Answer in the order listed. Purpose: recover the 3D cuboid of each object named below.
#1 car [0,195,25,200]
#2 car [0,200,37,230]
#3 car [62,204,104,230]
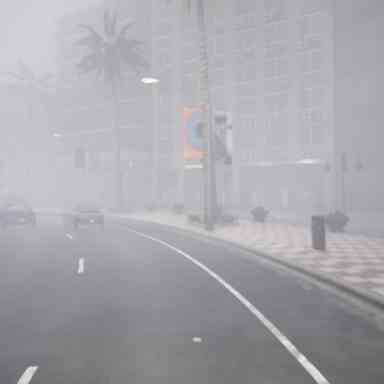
[{"bbox_3d":[-19.800,1.379,35.539,5.566,2.045,2.150,-1,0,38],"label":"car"},{"bbox_3d":[-11.803,1.571,22.388,1.882,1.535,5.008,-1,0,-35],"label":"car"},{"bbox_3d":[-7.188,1.541,21.777,2.128,1.511,4.902,-1,0,-31],"label":"car"}]
